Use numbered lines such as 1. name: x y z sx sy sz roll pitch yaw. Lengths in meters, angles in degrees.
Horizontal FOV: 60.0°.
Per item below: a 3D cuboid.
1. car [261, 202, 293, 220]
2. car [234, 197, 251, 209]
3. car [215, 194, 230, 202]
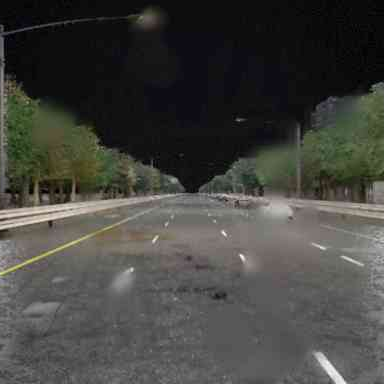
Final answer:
1. car: 6.986 1.535 27.623 1.812 1.442 4.674 0 0 0
2. car: 6.979 1.496 46.030 2.128 1.511 4.902 0 0 0
3. car: 7.011 1.536 76.145 1.837 1.490 4.892 0 0 0
